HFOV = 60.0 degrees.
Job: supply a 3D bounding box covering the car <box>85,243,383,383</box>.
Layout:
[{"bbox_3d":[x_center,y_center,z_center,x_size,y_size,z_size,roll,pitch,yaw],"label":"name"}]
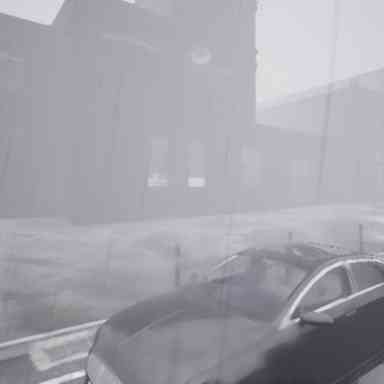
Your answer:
[{"bbox_3d":[1.183,1.487,4.223,4.902,1.511,2.128,0,0,-36],"label":"car"}]
